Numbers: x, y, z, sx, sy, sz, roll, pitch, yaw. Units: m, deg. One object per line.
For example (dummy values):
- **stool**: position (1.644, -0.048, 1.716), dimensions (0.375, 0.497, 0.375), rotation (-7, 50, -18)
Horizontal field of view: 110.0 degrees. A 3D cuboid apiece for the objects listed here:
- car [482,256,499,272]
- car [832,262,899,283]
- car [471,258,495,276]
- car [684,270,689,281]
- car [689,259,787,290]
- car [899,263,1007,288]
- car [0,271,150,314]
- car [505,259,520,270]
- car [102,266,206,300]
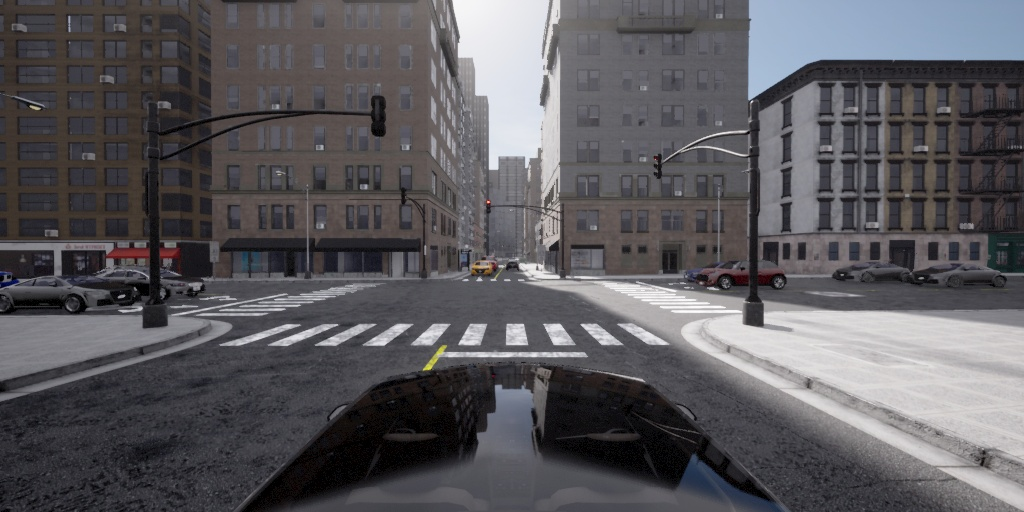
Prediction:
- **car**: position (-3.124, 0.984, 47.482), dimensions (2.150, 2.045, 5.566), rotation (0, 0, 0)
- **car**: position (24.448, 1.095, 24.425), dimensions (4.181, 1.385, 1.994), rotation (0, 1, -1)
- **car**: position (-3.115, 1.233, 37.526), dimensions (1.882, 1.535, 5.008), rotation (0, 0, 0)
- **car**: position (14.173, 1.127, 24.365), dimensions (4.674, 1.442, 1.812), rotation (0, 1, 0)
- **car**: position (13.346, 0.994, 21.089), dimensions (4.553, 1.767, 2.097), rotation (0, 1, -1)
- **car**: position (26.139, 1.119, 21.180), dimensions (4.181, 1.385, 1.994), rotation (0, 1, -1)
- **car**: position (-17.527, 1.442, 14.251), dimensions (4.181, 1.385, 1.994), rotation (0, 1, 0)
- **car**: position (0.067, 1.273, 53.379), dimensions (1.837, 1.490, 4.892), rotation (0, 0, 0)
- **car**: position (-17.797, 1.335, 17.510), dimensions (4.902, 1.511, 2.128), rotation (0, 1, 1)
